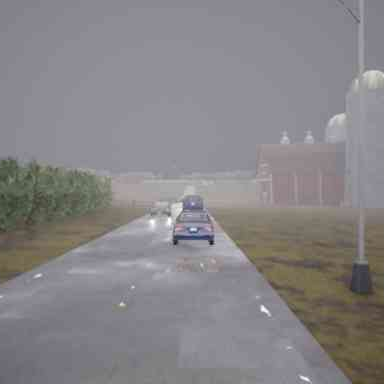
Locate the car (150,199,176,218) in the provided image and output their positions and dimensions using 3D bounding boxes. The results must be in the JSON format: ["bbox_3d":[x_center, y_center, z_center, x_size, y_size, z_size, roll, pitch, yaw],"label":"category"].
[{"bbox_3d":[-2.843,1.606,31.685,1.812,1.442,4.674,0,0,0],"label":"car"}]

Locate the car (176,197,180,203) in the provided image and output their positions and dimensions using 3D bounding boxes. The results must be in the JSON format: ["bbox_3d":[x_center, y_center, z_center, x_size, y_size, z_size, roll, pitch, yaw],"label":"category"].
[{"bbox_3d":[-2.745,1.846,72.874,2.033,1.411,5.357,0,0,0],"label":"car"}]

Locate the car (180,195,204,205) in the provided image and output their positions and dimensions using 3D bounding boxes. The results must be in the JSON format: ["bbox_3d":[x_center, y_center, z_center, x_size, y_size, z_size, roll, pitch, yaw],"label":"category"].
[{"bbox_3d":[0.100,1.324,35.451,2.150,2.045,5.566,0,0,0],"label":"car"}]

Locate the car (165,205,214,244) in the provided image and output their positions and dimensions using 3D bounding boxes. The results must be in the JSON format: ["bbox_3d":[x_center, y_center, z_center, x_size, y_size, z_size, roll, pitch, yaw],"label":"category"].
[{"bbox_3d":[0.080,1.565,15.967,2.033,1.411,5.357,0,0,1],"label":"car"}]
